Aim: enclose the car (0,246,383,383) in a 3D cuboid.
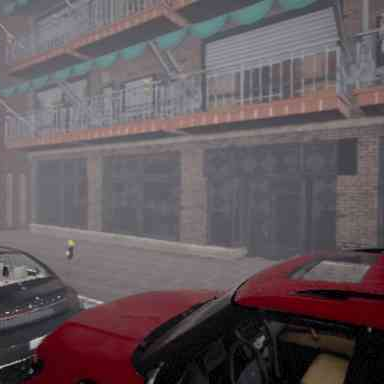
[{"bbox_3d":[1.028,1.315,1.933,5.009,1.841,2.192,0,1,35],"label":"car"}]
